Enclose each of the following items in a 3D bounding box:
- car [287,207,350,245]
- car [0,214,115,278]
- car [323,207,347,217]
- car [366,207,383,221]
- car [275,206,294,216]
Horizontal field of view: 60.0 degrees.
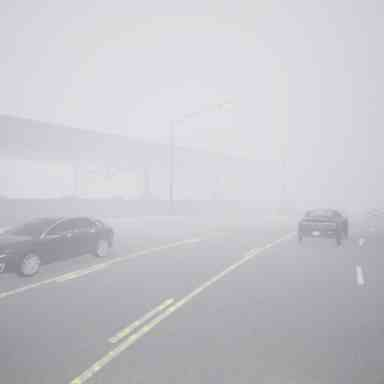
[{"bbox_3d":[6.379,1.564,16.033,2.128,1.511,4.902,0,-1,30],"label":"car"},{"bbox_3d":[-4.418,1.496,10.381,1.837,1.490,4.892,0,0,25],"label":"car"},{"bbox_3d":[19.995,2.717,46.420,1.895,1.301,4.718,0,-2,40],"label":"car"},{"bbox_3d":[19.390,2.279,34.420,1.812,1.442,4.674,0,-2,39],"label":"car"},{"bbox_3d":[12.266,2.437,42.590,1.994,1.385,4.181,0,-2,40],"label":"car"}]
